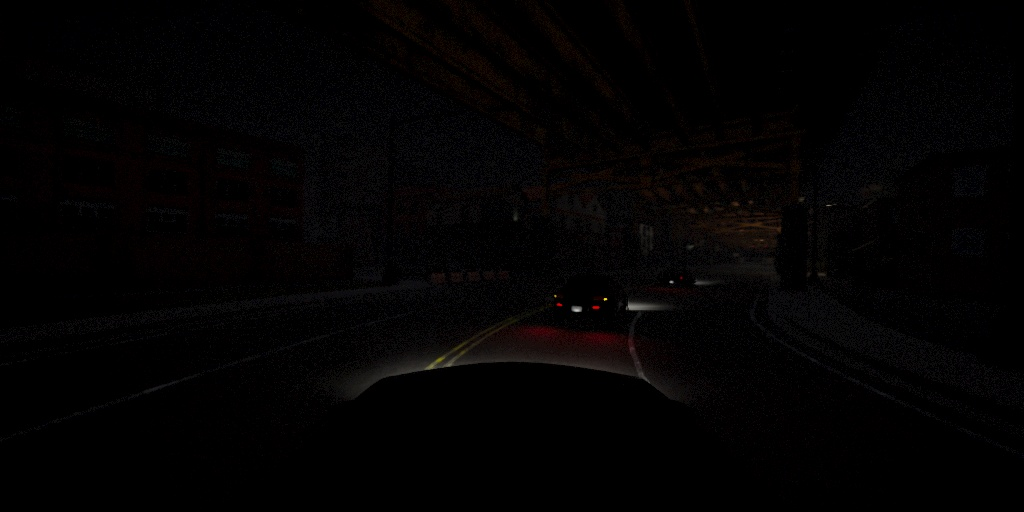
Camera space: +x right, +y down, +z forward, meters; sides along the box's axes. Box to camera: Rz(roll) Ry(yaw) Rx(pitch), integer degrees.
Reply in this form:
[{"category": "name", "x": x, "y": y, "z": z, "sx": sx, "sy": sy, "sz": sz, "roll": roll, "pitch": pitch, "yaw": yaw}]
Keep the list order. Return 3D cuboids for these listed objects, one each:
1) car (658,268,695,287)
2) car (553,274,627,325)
[{"category": "car", "x": 12.672, "y": 1.589, "z": 27.372, "sx": 1.895, "sy": 1.301, "sz": 4.718, "roll": 1, "pitch": 0, "yaw": 36}, {"category": "car", "x": 2.725, "y": 1.319, "z": 12.121, "sx": 1.812, "sy": 1.442, "sz": 4.674, "roll": 1, "pitch": 0, "yaw": 23}]
